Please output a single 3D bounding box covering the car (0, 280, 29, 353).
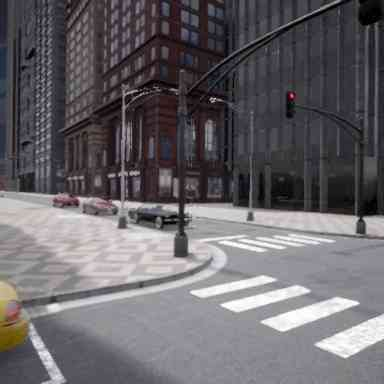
[{"bbox_3d":[-4.429,1.511,3.488,4.829,1.417,1.752,1,0,-35],"label":"car"}]

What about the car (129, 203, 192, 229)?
[{"bbox_3d":[-2.001,1.377,20.070,1.895,1.301,4.718,1,1,-36],"label":"car"}]

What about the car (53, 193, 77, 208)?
[{"bbox_3d":[-13.806,0.886,36.458,1.882,1.535,5.008,1,1,-36],"label":"car"}]

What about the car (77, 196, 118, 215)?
[{"bbox_3d":[-7.870,1.115,28.207,1.812,1.442,4.674,1,1,-36],"label":"car"}]
